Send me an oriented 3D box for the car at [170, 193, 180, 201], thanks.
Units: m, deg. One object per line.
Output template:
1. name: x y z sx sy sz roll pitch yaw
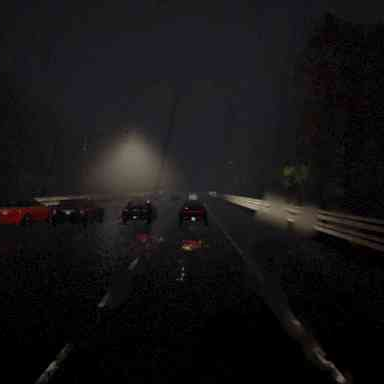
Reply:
1. car: -3.232 0.976 64.880 2.033 1.411 5.357 0 1 1

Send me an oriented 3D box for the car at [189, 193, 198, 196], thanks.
1. car: 0.262 0.952 65.058 1.812 1.442 4.674 0 1 1

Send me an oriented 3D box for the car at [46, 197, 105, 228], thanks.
1. car: -6.923 1.165 20.717 2.097 1.767 4.553 0 0 0

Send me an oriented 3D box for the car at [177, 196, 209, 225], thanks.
1. car: 0.084 1.306 22.322 1.837 1.490 4.892 0 1 0

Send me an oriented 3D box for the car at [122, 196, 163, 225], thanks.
1. car: -3.415 1.292 22.349 2.128 1.511 4.902 0 1 0

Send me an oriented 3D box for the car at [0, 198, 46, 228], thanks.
1. car: -10.423 1.165 20.700 2.097 1.767 4.553 0 0 0

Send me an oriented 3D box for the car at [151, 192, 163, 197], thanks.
1. car: -6.739 0.788 63.873 2.097 1.767 4.553 0 0 0

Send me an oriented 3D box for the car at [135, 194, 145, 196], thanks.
1. car: -10.223 1.022 65.743 1.895 1.301 4.718 0 1 0
